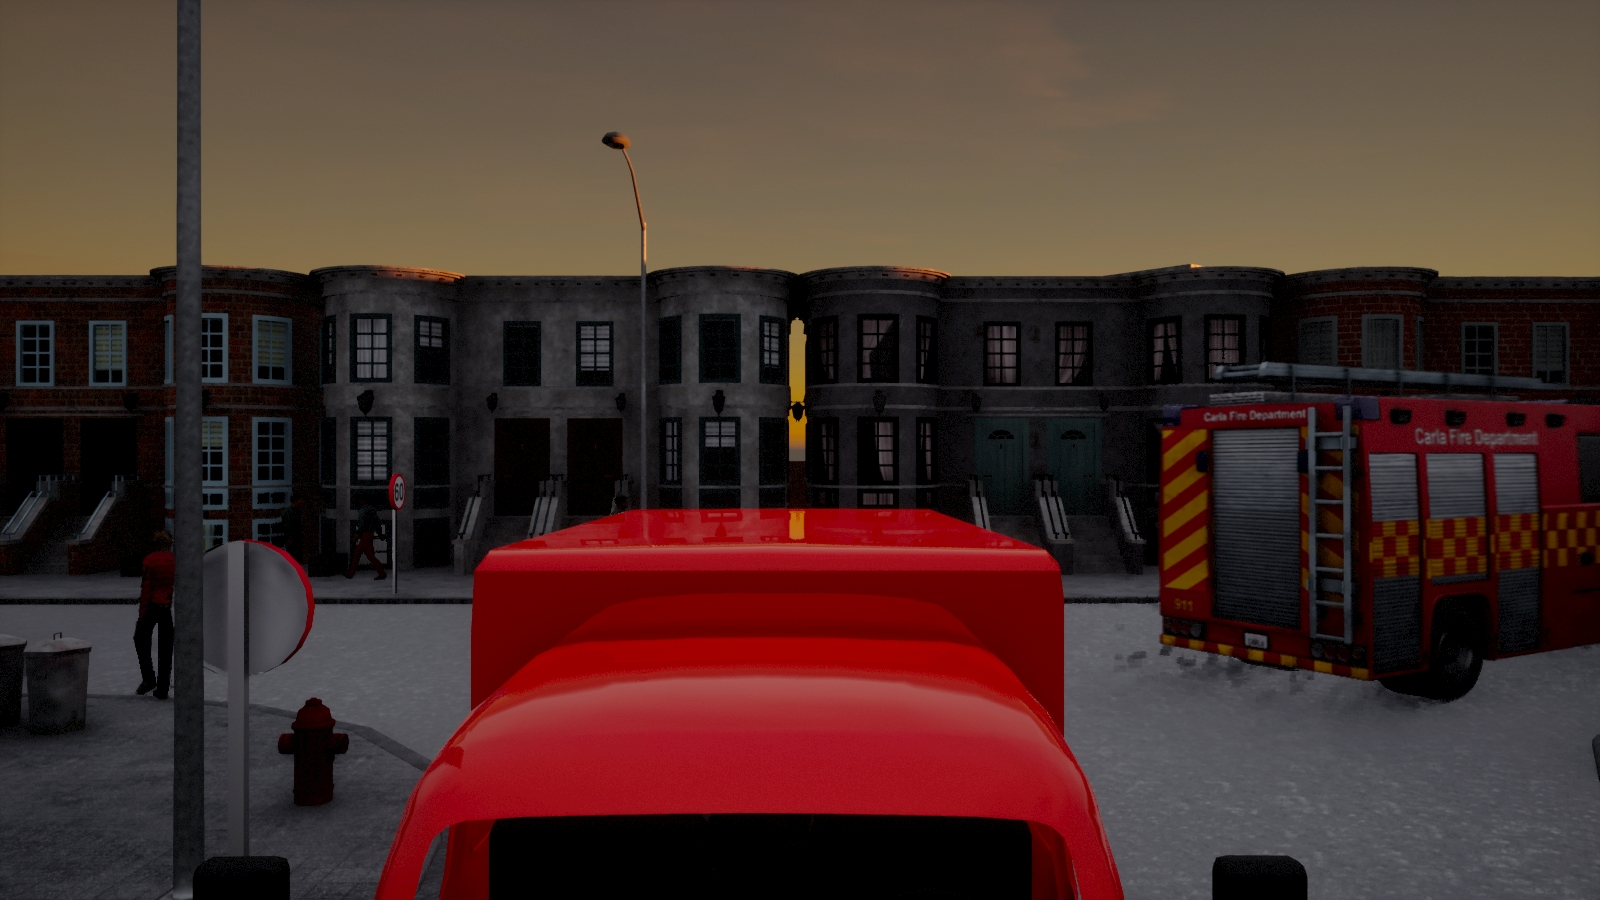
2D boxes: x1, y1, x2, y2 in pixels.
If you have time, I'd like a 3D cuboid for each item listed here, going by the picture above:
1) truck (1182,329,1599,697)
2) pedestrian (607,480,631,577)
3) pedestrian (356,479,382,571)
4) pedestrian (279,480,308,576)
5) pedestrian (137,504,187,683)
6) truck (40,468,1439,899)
[{"bbox_3d":[9.209,0.670,15.230,8.468,3.827,2.891,0,-1,-30],"label":"truck"},{"bbox_3d":[-3.542,1.524,22.334,0.375,1.860,0.375,0,0,6],"label":"pedestrian"},{"bbox_3d":[-8.849,1.526,23.453,0.375,1.860,0.375,0,0,3],"label":"pedestrian"},{"bbox_3d":[-9.987,1.524,22.542,0.375,1.860,0.375,0,0,8],"label":"pedestrian"},{"bbox_3d":[-6.865,1.527,12.298,0.375,1.860,0.375,0,0,44],"label":"pedestrian"},{"bbox_3d":[-0.117,1.348,4.748,2.627,2.467,5.204,0,0,0],"label":"truck"}]
